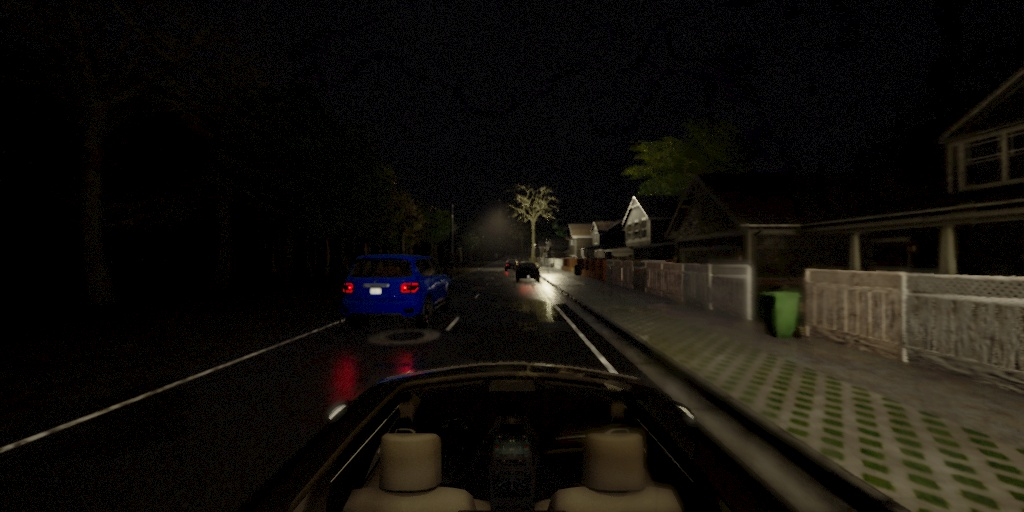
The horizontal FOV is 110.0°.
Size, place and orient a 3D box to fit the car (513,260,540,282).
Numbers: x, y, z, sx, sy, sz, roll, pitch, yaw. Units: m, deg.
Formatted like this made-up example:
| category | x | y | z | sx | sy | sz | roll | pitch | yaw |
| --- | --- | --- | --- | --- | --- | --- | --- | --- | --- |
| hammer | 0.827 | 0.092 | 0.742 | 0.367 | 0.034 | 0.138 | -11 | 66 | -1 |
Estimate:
| category | x | y | z | sx | sy | sz | roll | pitch | yaw |
| --- | --- | --- | --- | --- | --- | --- | --- | --- | --- |
| car | 1.224 | 1.277 | 28.965 | 1.837 | 1.490 | 4.892 | 0 | 0 | 0 |

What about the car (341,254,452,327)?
| category | x | y | z | sx | sy | sz | roll | pitch | yaw |
| --- | --- | --- | --- | --- | --- | --- | --- | --- | --- |
| car | -3.398 | 0.977 | 11.619 | 2.150 | 2.045 | 5.566 | 0 | 0 | 0 |

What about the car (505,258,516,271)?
| category | x | y | z | sx | sy | sz | roll | pitch | yaw |
| --- | --- | --- | --- | --- | --- | --- | --- | --- | --- |
| car | 0.019 | 1.328 | 49.529 | 1.812 | 1.442 | 4.674 | 0 | 0 | 0 |
